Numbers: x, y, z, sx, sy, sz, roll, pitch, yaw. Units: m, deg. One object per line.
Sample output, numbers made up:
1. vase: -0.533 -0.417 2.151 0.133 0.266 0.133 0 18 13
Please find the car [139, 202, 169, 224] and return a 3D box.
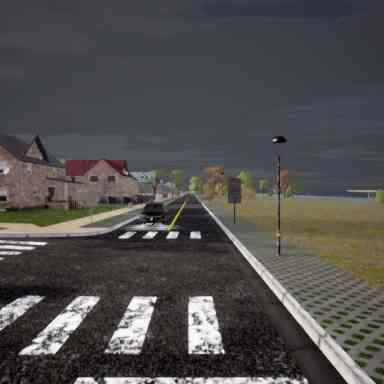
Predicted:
1. car: -2.768 1.563 24.959 1.837 1.490 4.892 0 0 0
